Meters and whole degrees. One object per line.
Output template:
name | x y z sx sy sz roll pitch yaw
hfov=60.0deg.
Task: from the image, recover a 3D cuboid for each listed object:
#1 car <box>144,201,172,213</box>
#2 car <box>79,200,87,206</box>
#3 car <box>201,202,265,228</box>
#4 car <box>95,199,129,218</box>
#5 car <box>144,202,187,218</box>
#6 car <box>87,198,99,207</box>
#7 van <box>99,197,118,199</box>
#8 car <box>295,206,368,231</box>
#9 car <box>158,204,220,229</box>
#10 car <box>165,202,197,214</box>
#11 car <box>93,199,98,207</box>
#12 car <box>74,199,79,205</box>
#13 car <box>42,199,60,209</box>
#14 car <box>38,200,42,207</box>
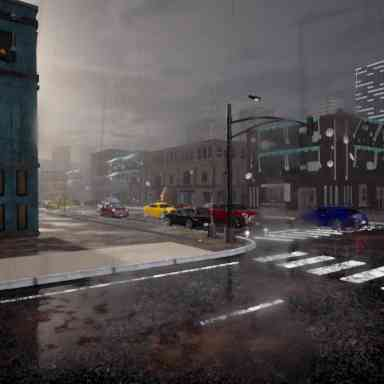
car | -4.615 1.966 44.565 1.802 1.307 4.206 -2 0 -35
car | -20.613 2.227 67.150 1.887 1.381 4.507 -1 0 -35
car | 3.010 1.551 23.850 2.097 1.767 4.553 -1 0 -36
car | -8.258 1.846 35.203 1.967 1.590 4.097 -1 0 -35
car | -2.910 1.794 32.155 1.882 1.535 5.008 -1 0 -35
car | -17.419 1.939 62.633 2.192 1.841 5.009 -1 0 -35
van | -14.219 1.907 58.116 1.690 1.788 3.998 -1 0 -35
car | 8.678 1.610 21.032 1.812 1.442 4.674 0 -1 -29
car | -0.333 1.814 23.809 1.947 1.339 4.313 -1 0 -35
car | -1.417 1.903 40.049 1.802 1.307 4.206 -2 0 -35
car | -11.044 2.001 43.669 1.812 1.442 4.674 -1 0 -35
car | -27.011 2.364 76.184 1.947 1.339 4.313 -1 0 -35
car | -24.153 2.233 57.649 1.752 1.417 4.829 -1 0 -35
car | -30.650 2.376 66.822 2.008 1.369 4.403 -1 0 -35
